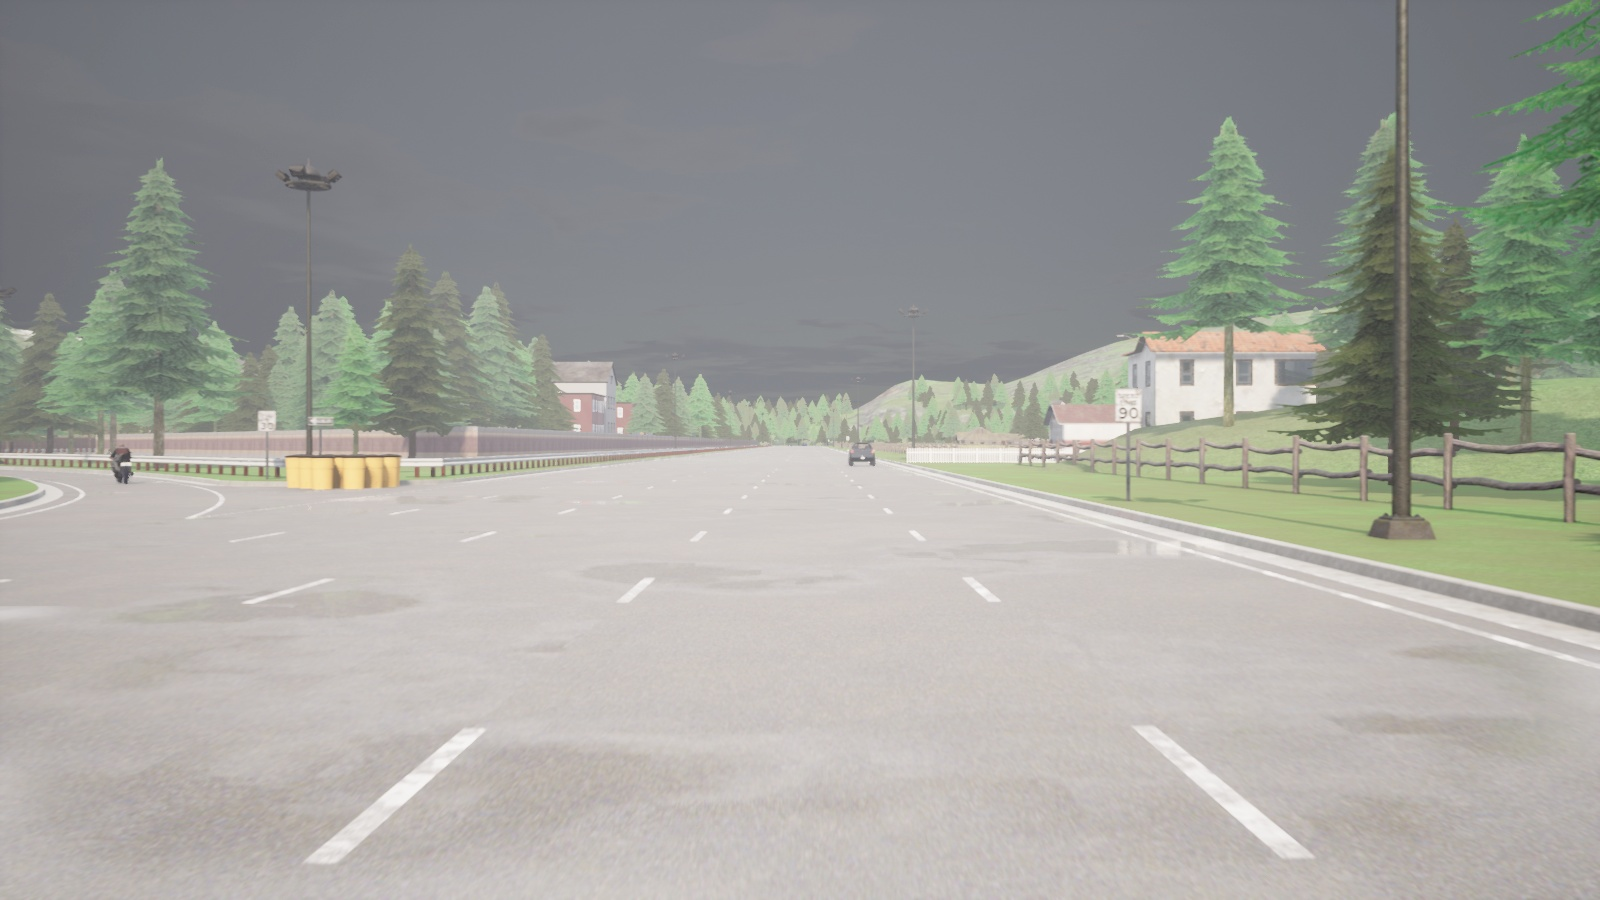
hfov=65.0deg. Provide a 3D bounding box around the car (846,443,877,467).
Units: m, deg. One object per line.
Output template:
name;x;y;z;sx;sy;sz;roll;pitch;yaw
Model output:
car;3.989;0.301;82.017;1.845;1.501;3.633;0;0;0

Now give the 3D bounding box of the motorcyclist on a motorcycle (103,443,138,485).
motorcyclist on a motorcycle;-25.260;0.498;46.684;0.866;1.530;2.191;0;0;-36
